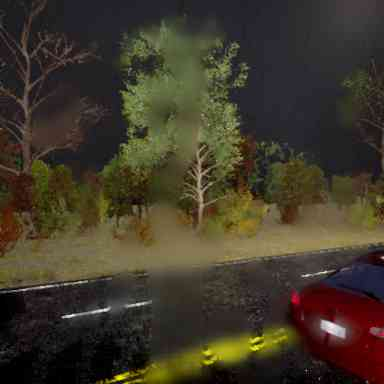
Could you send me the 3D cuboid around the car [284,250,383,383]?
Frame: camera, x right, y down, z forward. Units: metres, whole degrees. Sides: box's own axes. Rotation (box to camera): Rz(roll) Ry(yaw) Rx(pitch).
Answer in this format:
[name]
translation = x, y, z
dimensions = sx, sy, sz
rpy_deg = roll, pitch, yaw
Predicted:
[car]
translation = 3.398, 1.581, 4.898
dimensions = 4.181, 1.385, 1.994
rpy_deg = 0, 0, -30
